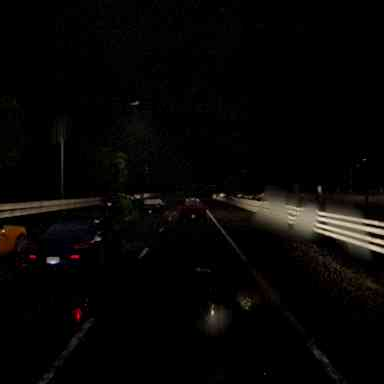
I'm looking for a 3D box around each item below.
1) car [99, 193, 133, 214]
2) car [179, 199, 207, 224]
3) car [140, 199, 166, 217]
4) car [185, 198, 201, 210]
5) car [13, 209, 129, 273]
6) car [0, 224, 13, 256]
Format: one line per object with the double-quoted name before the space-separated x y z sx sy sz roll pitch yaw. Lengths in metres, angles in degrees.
"car" -6.922 1.134 30.587 2.150 2.045 5.566 0 0 0
"car" 0.083 1.410 23.922 1.882 1.535 5.008 0 0 0
"car" -3.421 1.407 29.725 2.128 1.511 4.902 0 0 0
"car" 0.074 1.481 41.976 1.895 1.301 4.718 0 0 0
"car" -3.408 1.495 10.457 1.812 1.442 4.674 0 0 0
"car" -6.909 1.448 10.055 1.882 1.535 5.008 0 0 0
